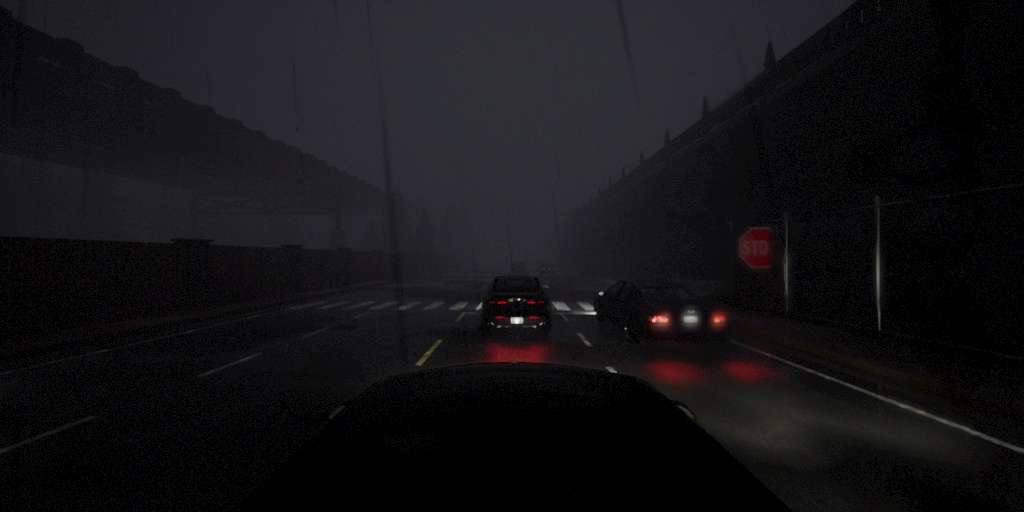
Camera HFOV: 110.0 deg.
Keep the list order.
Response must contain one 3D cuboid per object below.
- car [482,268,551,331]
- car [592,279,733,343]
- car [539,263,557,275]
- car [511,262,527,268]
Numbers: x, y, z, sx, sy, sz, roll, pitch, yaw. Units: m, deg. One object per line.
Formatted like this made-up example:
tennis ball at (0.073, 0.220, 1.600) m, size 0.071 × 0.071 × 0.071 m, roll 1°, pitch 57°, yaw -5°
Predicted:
car at (0.120, 1.310, 11.135) m, size 1.837 × 1.490 × 4.892 m, roll 0°, pitch 0°, yaw 0°
car at (3.619, 1.344, 9.761) m, size 2.033 × 1.411 × 5.357 m, roll 0°, pitch 0°, yaw 0°
car at (4.289, 1.534, 43.122) m, size 2.033 × 1.411 × 5.357 m, roll 0°, pitch 0°, yaw 1°
car at (0.846, 1.479, 45.809) m, size 1.882 × 1.535 × 5.008 m, roll 0°, pitch 0°, yaw 1°
